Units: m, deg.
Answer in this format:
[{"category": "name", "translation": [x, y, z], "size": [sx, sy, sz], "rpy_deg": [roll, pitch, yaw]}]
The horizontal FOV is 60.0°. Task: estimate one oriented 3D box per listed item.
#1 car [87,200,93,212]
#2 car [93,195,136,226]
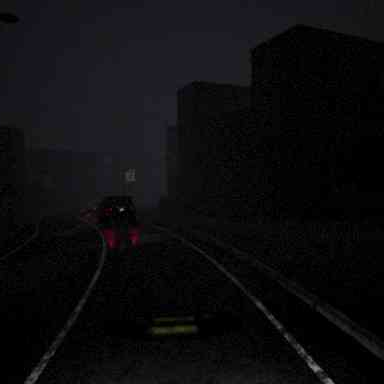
[{"category": "car", "translation": [-12.149, 1.731, 41.723], "size": [1.812, 1.442, 4.674], "rpy_deg": [-2, 0, -16]}, {"category": "car", "translation": [-5.676, 1.275, 24.536], "size": [2.150, 2.045, 5.566], "rpy_deg": [-2, 1, -22]}]
